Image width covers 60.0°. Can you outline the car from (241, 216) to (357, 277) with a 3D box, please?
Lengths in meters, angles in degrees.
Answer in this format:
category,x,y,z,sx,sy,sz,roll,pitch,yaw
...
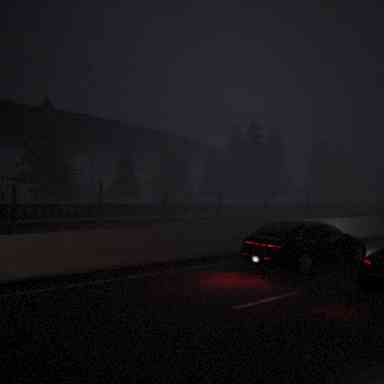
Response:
category,x,y,z,sx,sy,sz,roll,pitch,yaw
car,3.773,1.679,10.862,4.892,1.490,1.837,1,-1,-36

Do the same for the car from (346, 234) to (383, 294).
category,x,y,z,sx,sy,sz,roll,pitch,yaw
car,5.881,1.725,8.069,4.181,1.385,1.994,1,-1,-36
